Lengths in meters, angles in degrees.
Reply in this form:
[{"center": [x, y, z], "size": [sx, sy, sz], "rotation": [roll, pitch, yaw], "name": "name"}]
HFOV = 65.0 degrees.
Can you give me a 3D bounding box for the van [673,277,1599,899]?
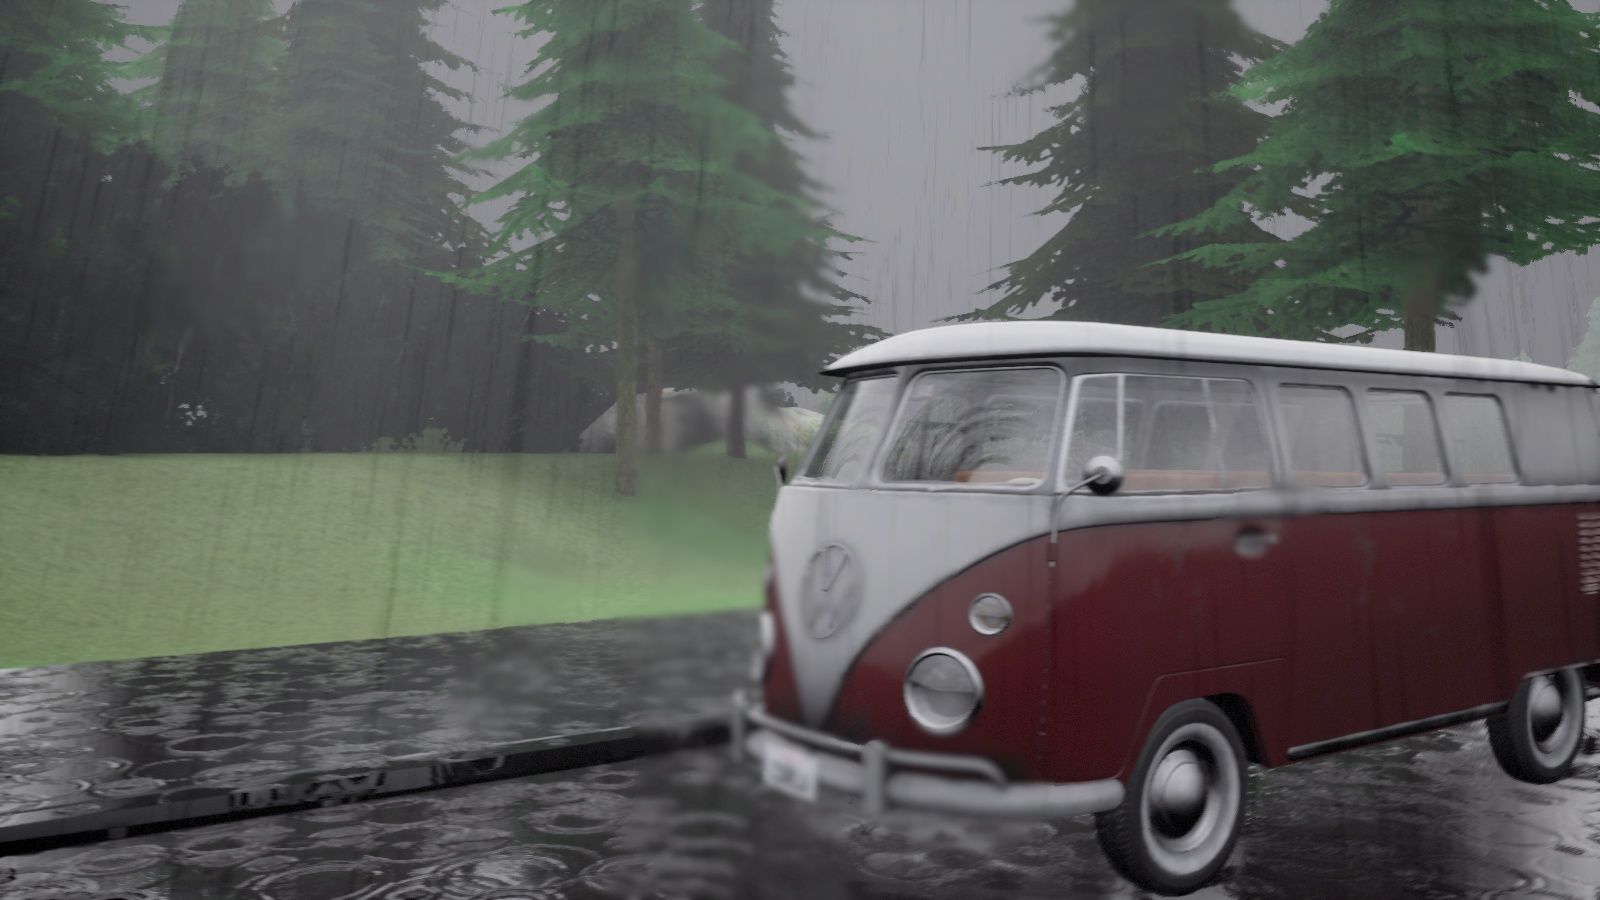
[{"center": [1.825, 0.507, 5.542], "size": [4.442, 1.987, 1.775], "rotation": [0, 0, -35], "name": "van"}]
